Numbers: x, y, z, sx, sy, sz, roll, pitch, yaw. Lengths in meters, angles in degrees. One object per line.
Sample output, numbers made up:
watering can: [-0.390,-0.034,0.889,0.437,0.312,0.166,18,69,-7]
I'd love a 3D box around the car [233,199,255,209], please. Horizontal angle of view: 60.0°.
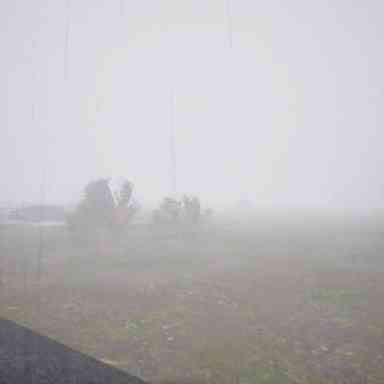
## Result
car: [8.489,1.887,54.332,2.097,1.767,4.553,-1,-1,36]

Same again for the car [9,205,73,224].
car: [-11.564,1.711,26.619,2.033,1.411,5.357,-1,-1,37]

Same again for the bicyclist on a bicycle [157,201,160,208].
bicyclist on a bicycle: [-3.014,1.659,31.573,1.656,1.620,0.582,0,-1,36]
